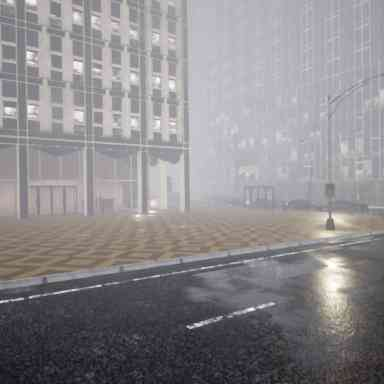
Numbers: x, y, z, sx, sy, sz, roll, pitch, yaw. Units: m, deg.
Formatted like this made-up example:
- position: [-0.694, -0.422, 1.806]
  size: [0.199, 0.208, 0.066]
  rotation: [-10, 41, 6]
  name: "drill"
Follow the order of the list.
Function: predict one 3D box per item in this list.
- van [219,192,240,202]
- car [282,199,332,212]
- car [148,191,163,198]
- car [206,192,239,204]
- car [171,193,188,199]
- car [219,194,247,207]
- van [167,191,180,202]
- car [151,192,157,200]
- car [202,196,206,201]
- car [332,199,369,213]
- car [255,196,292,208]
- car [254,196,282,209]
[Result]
- position: [6.722, 0.850, 59.872]
  size: [1.690, 1.788, 3.998]
  rotation: [-1, 1, -34]
  name: "van"
- position: [12.466, 1.420, 36.291]
  size: [1.947, 1.339, 4.313]
  rotation: [-1, 1, -34]
  name: "car"
- position: [-9.255, 0.681, 83.374]
  size: [1.967, 1.590, 4.097]
  rotation: [0, 1, -34]
  name: "car"
- position: [4.850, 1.155, 52.339]
  size: [1.837, 1.490, 4.892]
  rotation: [-1, 1, -34]
  name: "car"
- position: [-2.864, 0.931, 73.976]
  size: [1.802, 1.307, 4.206]
  rotation: [0, 1, -34]
  name: "car"
- position: [6.138, 1.315, 45.736]
  size: [1.947, 1.339, 4.313]
  rotation: [-1, 1, -34]
  name: "car"
- position: [-3.403, 0.933, 59.862]
  size: [1.690, 1.788, 3.998]
  rotation: [0, 1, -34]
  name: "van"
- position: [-9.795, 1.035, 69.265]
  size: [2.008, 1.369, 4.403]
  rotation: [0, 1, -34]
  name: "car"
- position: [3.527, 1.038, 64.575]
  size: [1.802, 1.307, 4.206]
  rotation: [-1, 1, -34]
  name: "car"
- position: [16.412, 1.401, 35.309]
  size: [1.994, 1.385, 4.181]
  rotation: [-1, 1, -34]
  name: "car"
- position: [10.675, 1.271, 43.745]
  size: [1.812, 1.442, 4.674]
  rotation: [-1, 1, -34]
  name: "car"
- position: [9.285, 1.384, 41.003]
  size: [1.802, 1.307, 4.206]
  rotation: [-1, 1, -34]
  name: "car"
